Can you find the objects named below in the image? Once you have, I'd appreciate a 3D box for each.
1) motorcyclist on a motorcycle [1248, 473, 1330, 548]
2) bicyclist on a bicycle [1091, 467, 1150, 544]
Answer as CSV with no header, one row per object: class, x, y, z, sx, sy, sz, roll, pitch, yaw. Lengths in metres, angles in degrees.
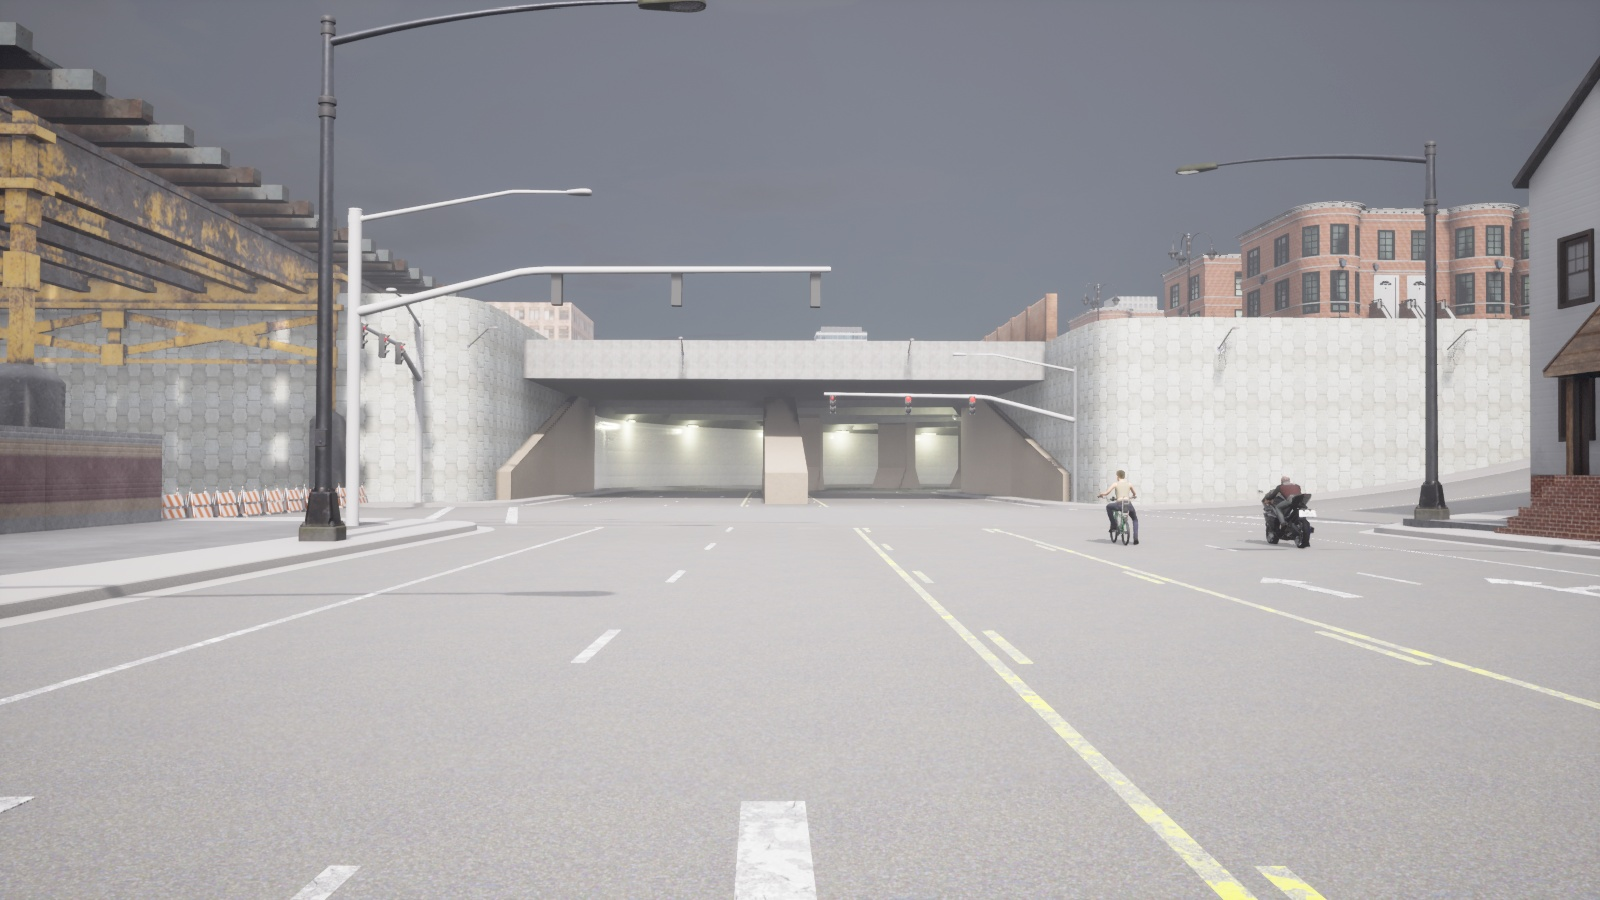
motorcyclist on a motorcycle,10.422,1.258,26.851,0.866,1.530,2.191,0,-1,0
bicyclist on a bicycle,6.927,1.179,27.175,0.866,1.612,1.509,0,-1,-1
